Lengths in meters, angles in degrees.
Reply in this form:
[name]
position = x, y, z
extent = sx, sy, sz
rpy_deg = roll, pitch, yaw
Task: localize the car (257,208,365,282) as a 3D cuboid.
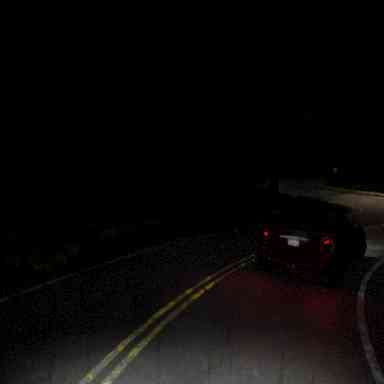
[car]
position = 3.770, 1.251, 10.005
extent = 2.097, 1.767, 4.553
rpy_deg = 4, 3, 36
